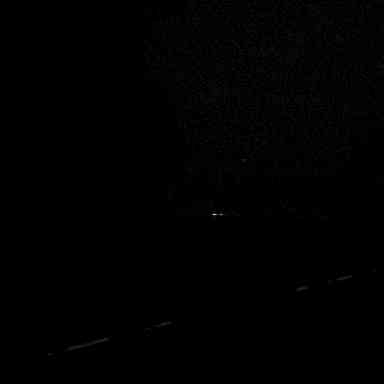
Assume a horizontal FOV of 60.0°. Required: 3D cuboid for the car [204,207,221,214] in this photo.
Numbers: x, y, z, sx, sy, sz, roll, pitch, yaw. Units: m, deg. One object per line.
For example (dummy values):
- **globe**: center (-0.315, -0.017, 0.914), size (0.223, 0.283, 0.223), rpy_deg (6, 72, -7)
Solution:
- **car**: center (4.139, 3.885, 68.840), size (1.837, 1.490, 4.892), rpy_deg (1, -4, -25)
